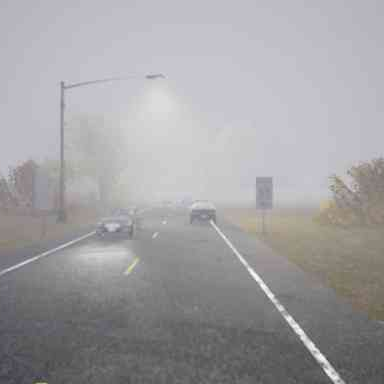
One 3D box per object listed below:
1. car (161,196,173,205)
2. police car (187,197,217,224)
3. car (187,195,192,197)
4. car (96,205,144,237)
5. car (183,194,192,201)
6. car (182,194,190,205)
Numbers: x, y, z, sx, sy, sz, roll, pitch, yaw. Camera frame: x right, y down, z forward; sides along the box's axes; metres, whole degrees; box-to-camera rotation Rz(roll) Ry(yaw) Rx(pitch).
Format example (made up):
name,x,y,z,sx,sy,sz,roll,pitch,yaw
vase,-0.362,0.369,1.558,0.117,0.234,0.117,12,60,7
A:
name,x,y,z,sx,sy,sz,roll,pitch,yaw
car,-4.344,1.504,58.495,1.812,1.442,4.674,0,0,0
police car,0.763,1.428,25.073,1.930,1.638,5.238,0,0,-1
car,0.609,1.455,35.152,1.801,1.575,5.366,0,0,-1
car,-3.779,1.498,18.036,2.128,1.511,4.902,0,0,-1
car,-1.061,1.294,76.568,1.837,1.490,4.892,0,0,-1
car,-0.797,1.540,58.755,1.994,1.385,4.181,0,0,-1
